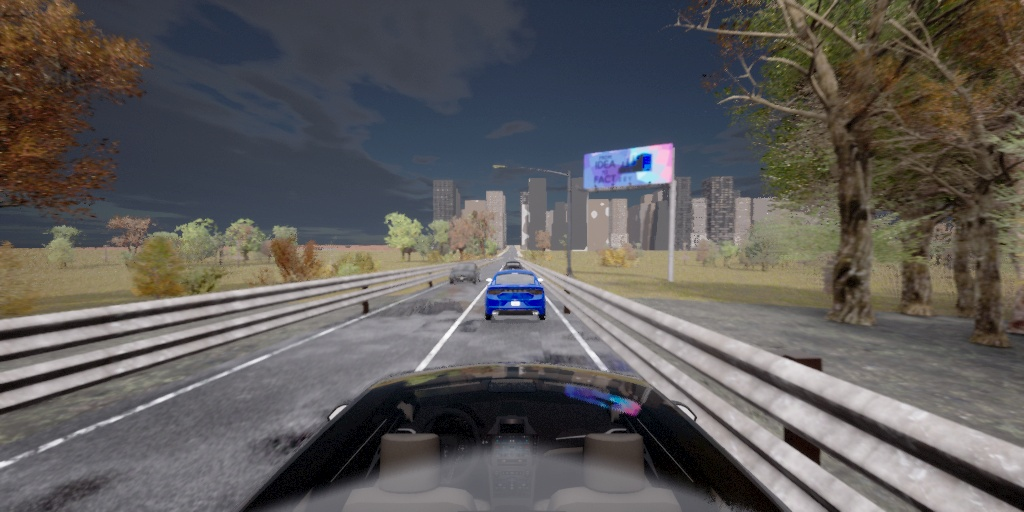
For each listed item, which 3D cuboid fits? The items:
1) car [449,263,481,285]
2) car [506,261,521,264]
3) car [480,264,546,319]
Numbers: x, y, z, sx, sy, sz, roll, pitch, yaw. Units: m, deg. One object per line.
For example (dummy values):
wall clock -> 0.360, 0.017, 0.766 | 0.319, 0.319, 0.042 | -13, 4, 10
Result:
car -> -3.314, 1.248, 26.017 | 1.837, 1.490, 4.892 | 0, 0, 0
car -> 0.114, 1.243, 33.179 | 1.837, 1.490, 4.892 | 0, 0, 0
car -> 0.105, 1.223, 12.803 | 1.882, 1.535, 5.008 | 0, 0, 0
